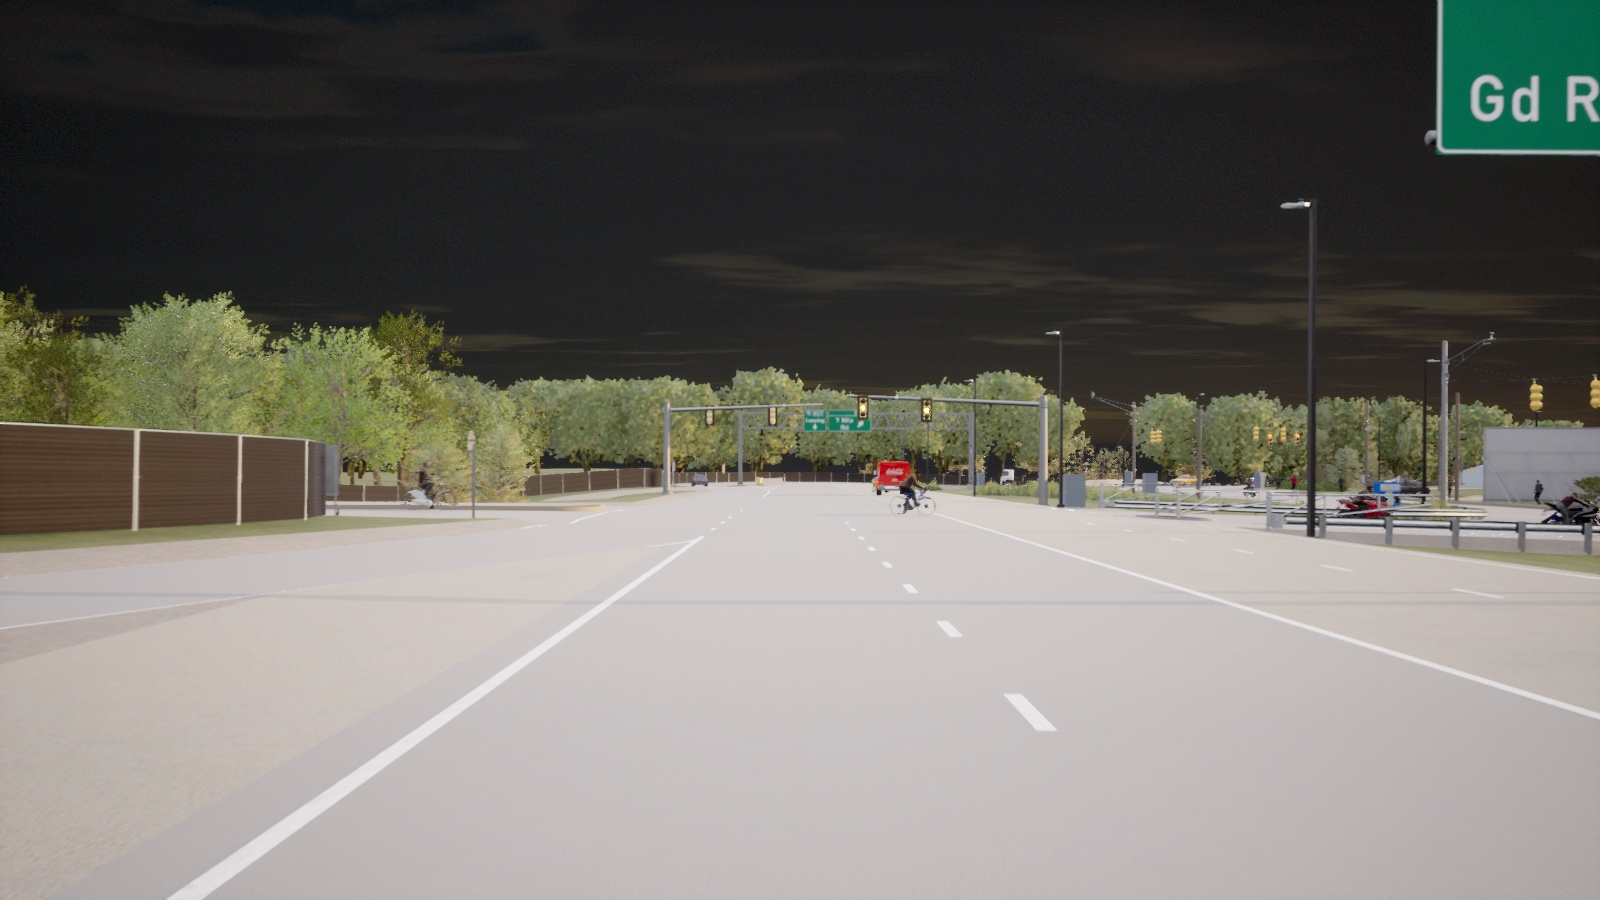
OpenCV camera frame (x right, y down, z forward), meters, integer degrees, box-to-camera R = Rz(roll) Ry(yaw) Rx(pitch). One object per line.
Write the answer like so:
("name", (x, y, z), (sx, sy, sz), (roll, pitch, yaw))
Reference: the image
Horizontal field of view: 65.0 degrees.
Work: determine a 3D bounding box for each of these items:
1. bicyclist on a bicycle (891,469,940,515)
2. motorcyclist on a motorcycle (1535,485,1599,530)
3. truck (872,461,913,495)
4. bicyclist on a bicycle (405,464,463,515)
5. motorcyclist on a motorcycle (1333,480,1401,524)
("bicyclist on a bicycle", (4.100, 1.497, 44.635), (1.656, 1.620, 0.582), (0, -1, 0))
("motorcyclist on a motorcycle", (27.591, 2.043, 44.801), (2.191, 1.530, 0.866), (-1, -1, -2))
("truck", (6.771, 2.051, 92.343), (2.627, 2.467, 5.204), (0, -1, 0))
("bicyclist on a bicycle", (-12.968, 1.398, 44.530), (1.843, 1.776, 0.659), (0, -1, -1))
("motorcyclist on a motorcycle", (20.163, 1.841, 44.689), (2.044, 1.523, 0.797), (1, -1, 0))
